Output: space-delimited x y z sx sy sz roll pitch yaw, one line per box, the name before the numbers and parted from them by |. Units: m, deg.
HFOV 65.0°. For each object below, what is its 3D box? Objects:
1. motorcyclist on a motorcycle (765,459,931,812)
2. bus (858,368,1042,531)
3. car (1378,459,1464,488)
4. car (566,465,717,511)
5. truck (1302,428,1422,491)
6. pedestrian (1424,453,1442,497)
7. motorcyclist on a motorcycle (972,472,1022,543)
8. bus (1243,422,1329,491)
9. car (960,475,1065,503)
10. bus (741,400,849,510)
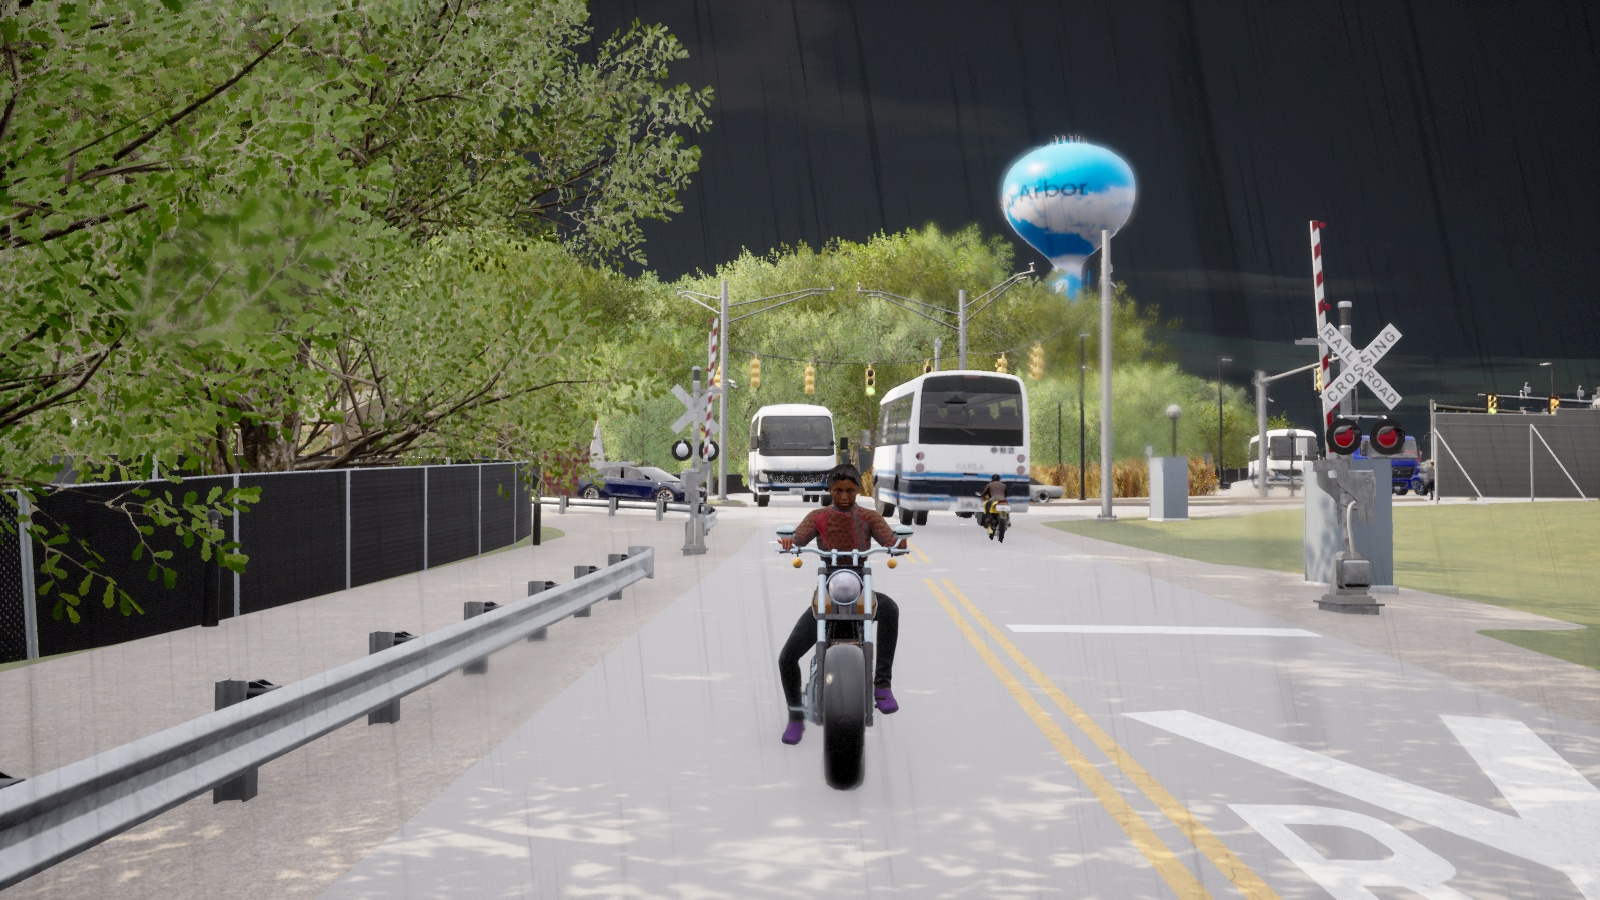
motorcyclist on a motorcycle | 0.256 0.884 7.056 0.766 1.649 2.350 0 -1 2
bus | 4.225 0.037 38.522 3.944 4.253 10.273 1 -1 -2
car | 36.109 1.366 73.139 2.152 1.651 5.027 0 -1 -5
car | -5.461 1.299 43.211 4.792 1.488 2.163 0 -1 28
truck | 32.459 0.592 72.942 2.891 3.462 7.936 0 -1 -5
pedestrian | 28.939 1.149 57.397 0.423 1.949 0.788 0 -3 2
motorcyclist on a motorcycle | 4.410 1.259 28.254 0.797 1.523 2.044 0 -1 0
bus | 33.071 0.568 85.928 3.944 4.253 10.273 0 -3 12
car | 10.218 1.853 60.572 4.718 1.301 1.895 0 -1 -3
bus | -0.415 0.233 54.423 3.944 4.253 10.273 0 0 -4
